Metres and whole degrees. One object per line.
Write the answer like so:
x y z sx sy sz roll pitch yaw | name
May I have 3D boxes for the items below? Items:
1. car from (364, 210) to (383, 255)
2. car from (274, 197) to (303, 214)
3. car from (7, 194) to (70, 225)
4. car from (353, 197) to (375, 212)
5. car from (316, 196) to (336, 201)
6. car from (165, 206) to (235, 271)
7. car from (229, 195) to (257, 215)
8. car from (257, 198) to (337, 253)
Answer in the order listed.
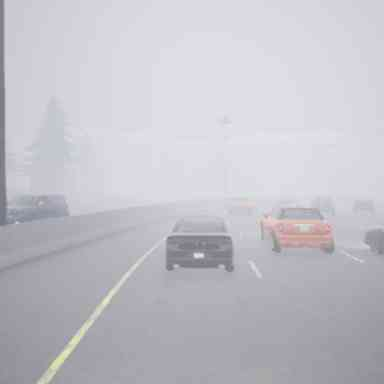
7.214 1.497 9.928 2.033 1.411 5.357 0 0 3 | car
10.074 1.326 34.539 2.128 1.511 4.902 0 0 26 | car
-9.436 1.138 19.717 2.150 2.045 5.566 0 0 10 | car
18.389 1.303 35.526 1.882 1.535 5.008 -1 0 30 | car
12.637 1.197 31.839 2.097 1.767 4.553 0 0 25 | car
0.311 1.427 10.819 1.882 1.535 5.008 0 0 3 | car
5.012 1.200 32.229 2.097 1.767 4.553 0 0 21 | car
4.054 1.287 13.511 2.097 1.767 4.553 0 0 5 | car
